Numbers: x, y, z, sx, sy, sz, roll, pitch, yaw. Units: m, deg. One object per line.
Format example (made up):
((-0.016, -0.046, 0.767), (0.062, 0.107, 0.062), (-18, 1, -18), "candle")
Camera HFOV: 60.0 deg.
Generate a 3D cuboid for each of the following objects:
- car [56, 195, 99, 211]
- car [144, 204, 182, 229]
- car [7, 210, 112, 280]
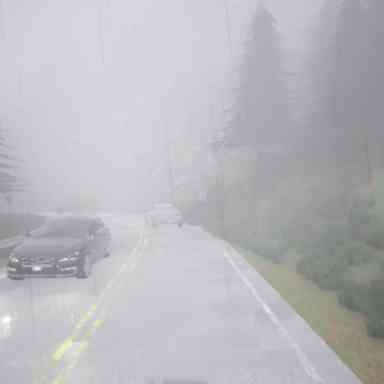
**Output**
((-12.624, 1.405, 36.497), (5.566, 2.045, 2.150), (-2, 2, 37), "car")
((-1.903, 1.487, 21.513), (1.812, 1.442, 4.674), (-1, 0, -16), "car")
((-3.673, 1.510, 10.059), (1.837, 1.490, 4.892), (0, 0, -3), "car")
